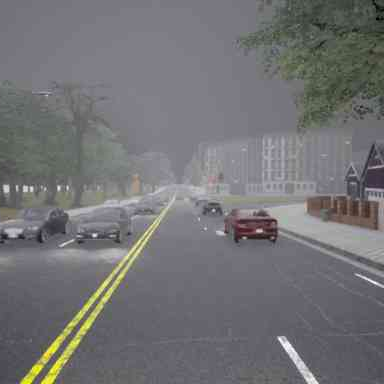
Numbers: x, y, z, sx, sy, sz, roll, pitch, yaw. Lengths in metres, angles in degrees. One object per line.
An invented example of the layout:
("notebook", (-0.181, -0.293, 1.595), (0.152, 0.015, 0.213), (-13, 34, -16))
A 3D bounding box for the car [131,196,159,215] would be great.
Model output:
("car", (-4.637, 1.472, 33.434), (1.837, 1.490, 4.892), (0, 0, -2))

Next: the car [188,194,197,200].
("car", (0.034, 1.190, 86.320), (2.128, 1.511, 4.902), (0, 1, -2))

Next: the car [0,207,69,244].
("car", (-7.243, 1.479, 15.742), (2.128, 1.511, 4.902), (0, 0, -2))

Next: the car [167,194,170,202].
("car", (-5.761, 1.344, 66.238), (1.882, 1.535, 5.008), (0, 0, -2))

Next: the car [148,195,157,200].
("car", (-9.536, 1.317, 81.225), (1.895, 1.301, 4.718), (0, 1, -2))

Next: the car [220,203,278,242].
("car", (2.714, 1.466, 16.235), (1.882, 1.535, 5.008), (0, 0, -2))

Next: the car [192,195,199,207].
("car", (1.411, 1.460, 51.297), (1.812, 1.442, 4.674), (0, 0, -2))

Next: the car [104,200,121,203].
("car", (-7.870, 1.494, 32.921), (1.812, 1.442, 4.674), (0, 0, -2))

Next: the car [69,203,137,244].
("car", (-3.991, 1.493, 15.759), (1.837, 1.490, 4.892), (0, 0, -2))

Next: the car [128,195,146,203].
("car", (-8.510, 1.467, 50.506), (1.812, 1.442, 4.674), (0, 0, -2))

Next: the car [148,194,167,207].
("car", (-5.260, 1.447, 50.601), (1.837, 1.490, 4.892), (0, 0, -2))

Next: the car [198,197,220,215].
("car", (1.953, 1.472, 33.902), (1.837, 1.490, 4.892), (0, 0, -2))

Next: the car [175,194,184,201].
("car", (-2.960, 1.287, 79.253), (2.033, 1.411, 5.357), (0, 1, -2))

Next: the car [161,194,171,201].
("car", (-6.295, 1.245, 81.527), (2.128, 1.511, 4.902), (0, 1, -2))

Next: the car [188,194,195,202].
("car", (0.685, 1.377, 68.522), (1.812, 1.442, 4.674), (0, 0, -2))
